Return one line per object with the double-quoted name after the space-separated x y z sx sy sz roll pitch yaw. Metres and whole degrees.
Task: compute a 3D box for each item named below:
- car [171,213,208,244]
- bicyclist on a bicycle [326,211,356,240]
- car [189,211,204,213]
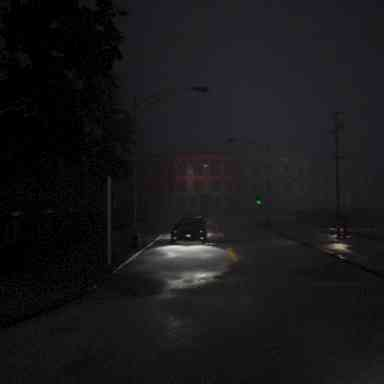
-0.100 2.206 19.691 1.994 1.385 4.181 -1 -2 2 "car"
8.244 1.855 18.467 1.656 1.620 0.582 -1 -2 2 "bicyclist on a bicycle"
0.365 2.456 29.930 2.128 1.511 4.902 -1 -2 3 "car"
